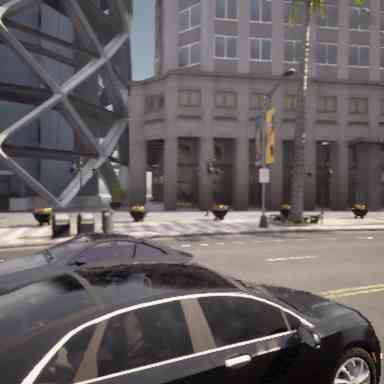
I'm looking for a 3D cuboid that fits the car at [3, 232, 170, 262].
[{"bbox_3d":[-1.900,1.517,6.462,4.181,1.385,1.994,0,0,-29],"label":"car"}]

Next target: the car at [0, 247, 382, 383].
[{"bbox_3d":[-0.144,1.484,3.245,4.892,1.490,1.837,1,0,-32],"label":"car"}]
